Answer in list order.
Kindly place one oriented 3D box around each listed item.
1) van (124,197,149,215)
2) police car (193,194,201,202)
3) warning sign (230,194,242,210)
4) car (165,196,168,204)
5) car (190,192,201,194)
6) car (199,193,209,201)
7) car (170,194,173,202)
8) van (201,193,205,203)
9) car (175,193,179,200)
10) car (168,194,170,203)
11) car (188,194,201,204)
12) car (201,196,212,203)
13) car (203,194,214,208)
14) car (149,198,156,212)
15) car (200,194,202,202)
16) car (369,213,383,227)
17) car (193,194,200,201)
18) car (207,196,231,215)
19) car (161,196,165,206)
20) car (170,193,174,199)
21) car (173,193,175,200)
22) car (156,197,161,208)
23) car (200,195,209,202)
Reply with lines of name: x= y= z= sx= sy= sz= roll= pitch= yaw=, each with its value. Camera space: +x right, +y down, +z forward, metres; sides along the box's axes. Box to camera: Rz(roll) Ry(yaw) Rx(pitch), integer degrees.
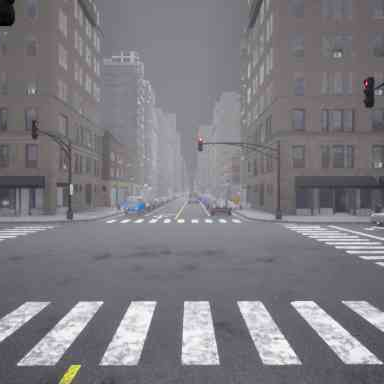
van: x=-5.715 y=1.343 z=33.380 sx=1.690 sy=1.788 sz=3.998 roll=0 pitch=0 yaw=0
police car: x=1.144 y=1.421 z=79.442 sx=1.930 sy=1.638 sz=5.238 roll=0 pitch=0 yaw=-1
warning sign: x=5.239 y=1.118 z=39.328 sx=1.300 sy=1.860 sz=1.060 roll=0 pitch=0 yaw=0
car: x=-5.615 y=1.568 z=56.053 sx=1.947 sy=1.339 sz=4.313 roll=0 pitch=0 yaw=0
car: x=0.319 y=1.038 z=72.949 sx=2.150 sy=2.045 sz=5.566 roll=0 pitch=0 yaw=0
car: x=3.036 y=1.308 z=84.367 sx=2.192 sy=1.841 sz=5.009 roll=0 pitch=0 yaw=0
car: x=-5.564 y=1.566 z=67.389 sx=1.947 sy=1.339 sz=4.313 roll=0 pitch=0 yaw=0
van: x=2.911 y=1.343 z=56.021 sx=1.690 sy=1.788 sz=3.998 roll=0 pitch=0 yaw=0
car: x=-5.464 y=1.306 z=90.062 sx=2.192 sy=1.841 sz=5.009 roll=0 pitch=0 yaw=0
car: x=-5.590 y=1.527 z=61.551 sx=1.752 sy=1.417 sz=4.829 roll=0 pitch=0 yaw=0
car: x=0.275 y=1.565 z=62.915 sx=1.994 sy=1.385 sz=4.181 roll=0 pitch=0 yaw=0
car: x=2.962 y=1.551 z=67.359 sx=2.008 sy=1.369 sz=4.403 roll=0 pitch=0 yaw=0
car: x=2.861 y=1.443 z=44.682 sx=1.967 sy=1.590 sz=4.097 roll=0 pitch=0 yaw=0
car: x=-5.690 y=1.442 z=39.048 sx=1.967 sy=1.590 sz=4.097 roll=0 pitch=0 yaw=0
car: x=2.937 y=1.526 z=61.860 sx=1.752 sy=1.417 sz=4.829 roll=0 pitch=0 yaw=0
car: x=13.754 y=1.615 z=20.677 sx=4.718 sy=1.301 sz=1.895 roll=0 pitch=0 yaw=0
car: x=1.179 y=1.447 z=89.537 sx=1.801 sy=1.575 sz=5.366 roll=0 pitch=0 yaw=0
car: x=2.811 y=1.442 z=33.344 sx=1.967 sy=1.590 sz=4.097 roll=0 pitch=0 yaw=0
car: x=-5.639 y=1.585 z=50.385 sx=1.802 sy=1.307 sz=4.206 roll=0 pitch=0 yaw=0
car: x=-5.539 y=1.543 z=73.057 sx=1.887 sy=1.381 sz=4.507 roll=0 pitch=0 yaw=0
car: x=-5.515 y=1.521 z=78.556 sx=1.752 sy=1.417 sz=4.829 roll=0 pitch=0 yaw=0
car: x=-5.664 y=1.568 z=44.716 sx=1.947 sy=1.339 sz=4.313 roll=0 pitch=0 yaw=0
car: x=3.012 y=1.436 z=78.698 sx=1.967 sy=1.590 sz=4.097 roll=0 pitch=0 yaw=0
